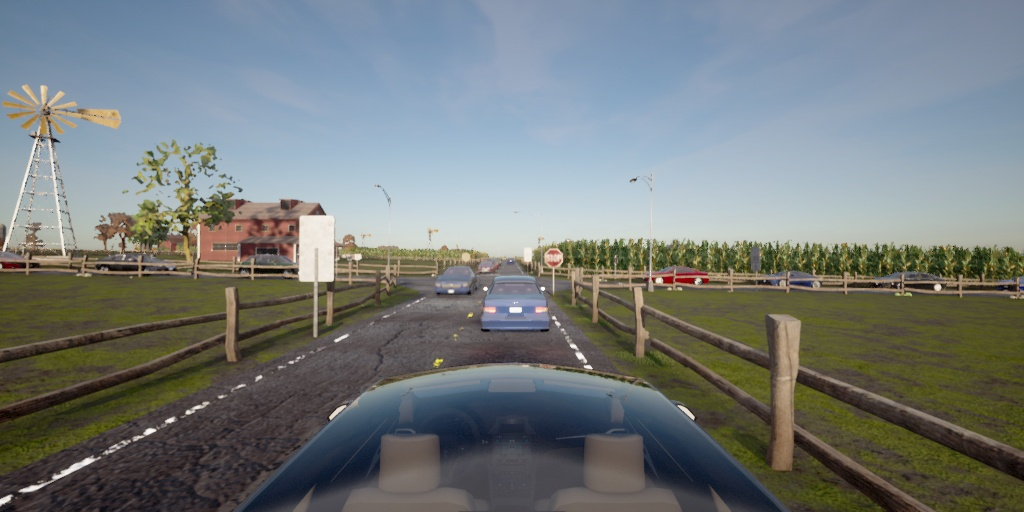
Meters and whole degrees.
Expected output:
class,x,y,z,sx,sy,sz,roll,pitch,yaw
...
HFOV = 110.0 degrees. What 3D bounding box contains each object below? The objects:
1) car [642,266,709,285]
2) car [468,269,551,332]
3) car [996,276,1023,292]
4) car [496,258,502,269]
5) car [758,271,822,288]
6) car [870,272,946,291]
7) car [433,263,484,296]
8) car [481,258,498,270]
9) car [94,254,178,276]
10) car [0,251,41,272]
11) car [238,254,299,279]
class,x,y,z,sx,sy,sz,roll,pitch,yaw
car,13.125,1.583,28.916,5.008,1.535,1.882,1,-1,0
car,0.075,1.298,10.828,2.033,1.411,5.357,0,0,0
car,42.131,2.252,28.728,5.008,1.535,1.882,1,-1,1
car,-2.992,1.125,52.727,2.097,1.767,4.553,0,0,0
car,22.326,1.883,28.877,4.181,1.385,1.994,1,-1,0
car,31.759,2.041,28.815,4.892,1.490,1.837,1,-1,0
car,-2.902,1.298,19.717,2.033,1.411,5.357,0,0,0
car,-2.936,1.288,41.813,1.812,1.442,4.674,0,0,-1
car,-27.320,0.618,26.179,4.902,1.511,2.128,1,-1,0
car,-37.763,0.364,26.245,5.008,1.535,1.882,1,-1,0
car,-17.110,0.716,26.127,4.553,1.767,2.097,1,-1,0
